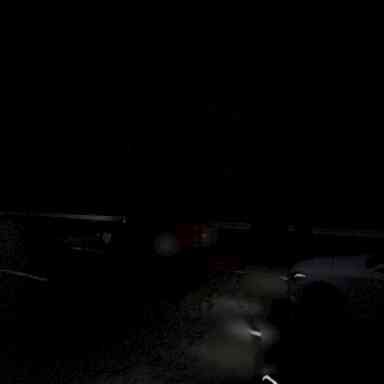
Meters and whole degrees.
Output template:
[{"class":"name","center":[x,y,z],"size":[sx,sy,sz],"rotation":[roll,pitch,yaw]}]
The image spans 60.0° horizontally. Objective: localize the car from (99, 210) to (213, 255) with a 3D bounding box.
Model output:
[{"class":"car","center":[-1.577,1.467,13.367],"size":[5.008,1.535,1.882],"rotation":[0,0,33]}]

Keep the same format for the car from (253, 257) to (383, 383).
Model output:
[{"class":"car","center":[2.663,1.523,2.058],"size":[4.674,1.442,1.812],"rotation":[0,0,35]}]

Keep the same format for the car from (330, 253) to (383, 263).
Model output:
[{"class":"car","center":[3.971,1.520,5.418],"size":[4.674,1.442,1.812],"rotation":[0,0,35]}]
